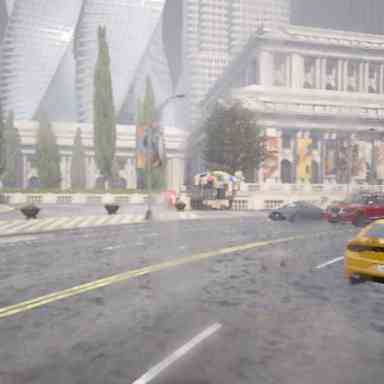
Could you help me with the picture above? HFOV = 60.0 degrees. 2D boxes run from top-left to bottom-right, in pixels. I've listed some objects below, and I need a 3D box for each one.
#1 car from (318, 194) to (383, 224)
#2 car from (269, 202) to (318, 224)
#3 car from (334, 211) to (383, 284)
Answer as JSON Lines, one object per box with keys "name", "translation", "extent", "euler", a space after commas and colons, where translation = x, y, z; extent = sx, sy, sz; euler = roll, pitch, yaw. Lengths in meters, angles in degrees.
{"name": "car", "translation": [11.393, 1.146, 22.146], "extent": [5.566, 2.045, 2.150], "euler": [0, 0, -27]}
{"name": "car", "translation": [7.548, 1.441, 23.833], "extent": [4.181, 1.385, 1.994], "euler": [0, 0, -30]}
{"name": "car", "translation": [5.642, 1.457, 8.777], "extent": [1.882, 1.535, 5.008], "euler": [1, 0, 41]}
